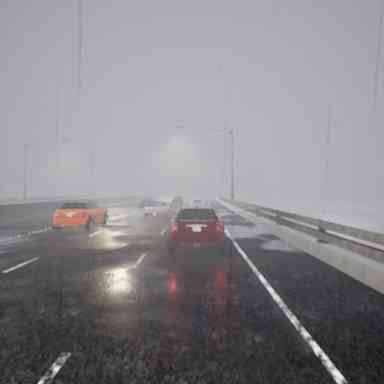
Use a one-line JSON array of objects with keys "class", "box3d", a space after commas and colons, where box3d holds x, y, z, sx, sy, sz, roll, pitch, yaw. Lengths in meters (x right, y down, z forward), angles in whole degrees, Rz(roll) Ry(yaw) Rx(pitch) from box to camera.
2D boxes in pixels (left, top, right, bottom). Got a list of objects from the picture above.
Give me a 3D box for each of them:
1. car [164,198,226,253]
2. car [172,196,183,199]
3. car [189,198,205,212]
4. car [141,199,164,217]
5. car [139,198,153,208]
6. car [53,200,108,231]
[{"class": "car", "box3d": [0.187, 1.313, 13.699, 2.097, 1.767, 4.553, 0, 0, 1]}, {"class": "car", "box3d": [-2.345, 1.403, 56.363, 1.837, 1.490, 4.892, 0, 0, 2]}, {"class": "car", "box3d": [0.640, 1.442, 39.077, 1.812, 1.442, 4.674, 0, 0, 1]}, {"class": "car", "box3d": [-3.071, 1.534, 30.017, 1.895, 1.301, 4.718, 0, 0, 1]}, {"class": "car", "box3d": [-6.149, 1.477, 46.952, 1.994, 1.385, 4.181, 0, 0, 2]}, {"class": "car", "box3d": [-6.727, 1.306, 20.500, 2.097, 1.767, 4.553, 0, 0, 1]}]
